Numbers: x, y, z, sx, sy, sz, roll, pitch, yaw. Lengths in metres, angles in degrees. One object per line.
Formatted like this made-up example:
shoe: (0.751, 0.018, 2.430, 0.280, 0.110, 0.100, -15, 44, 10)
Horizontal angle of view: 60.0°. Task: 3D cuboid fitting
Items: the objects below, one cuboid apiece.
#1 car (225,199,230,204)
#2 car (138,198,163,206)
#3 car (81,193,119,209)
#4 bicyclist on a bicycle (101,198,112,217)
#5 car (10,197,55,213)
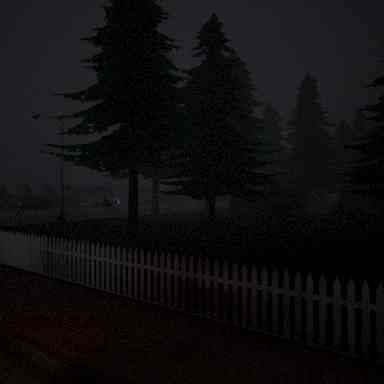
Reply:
car: (4.292, 1.221, 51.455, 2.150, 2.045, 5.566, 0, 0, 34)
car: (-6.801, 1.491, 54.093, 2.128, 1.511, 4.902, 0, 0, 35)
car: (-12.537, 1.221, 45.704, 2.150, 2.045, 5.566, 0, 0, 34)
bicyclist on a bicycle: (-7.176, 1.302, 27.836, 1.656, 1.620, 0.582, 0, 0, 34)
car: (-18.032, 1.352, 37.629, 2.097, 1.767, 4.553, 0, 0, 34)
